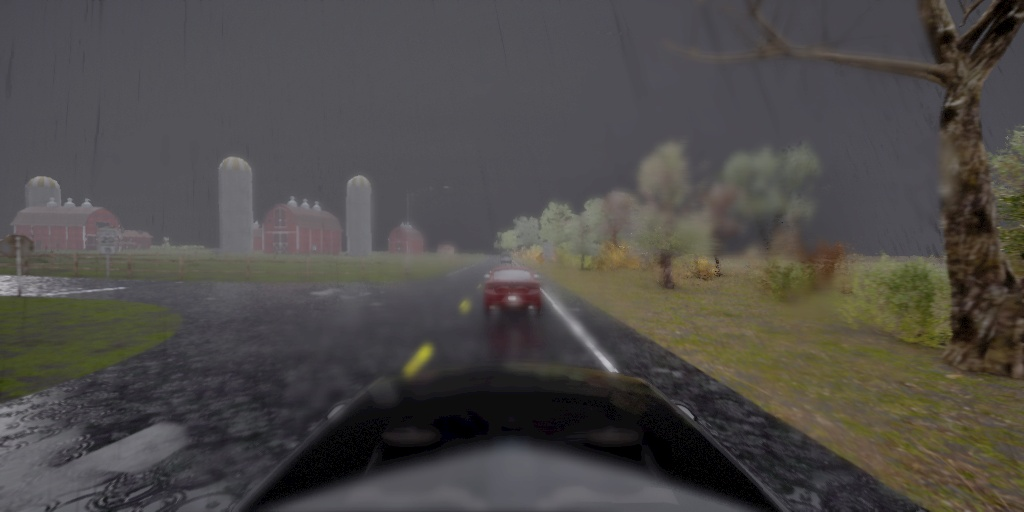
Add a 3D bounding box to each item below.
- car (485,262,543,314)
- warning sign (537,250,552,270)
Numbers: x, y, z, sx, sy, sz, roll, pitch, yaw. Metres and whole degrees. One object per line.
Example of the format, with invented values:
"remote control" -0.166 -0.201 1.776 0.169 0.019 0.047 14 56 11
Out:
"car" 0.062 1.141 13.328 1.882 1.535 5.008 0 0 0
"warning sign" 3.321 0.591 38.858 1.300 1.860 1.060 0 0 -1
